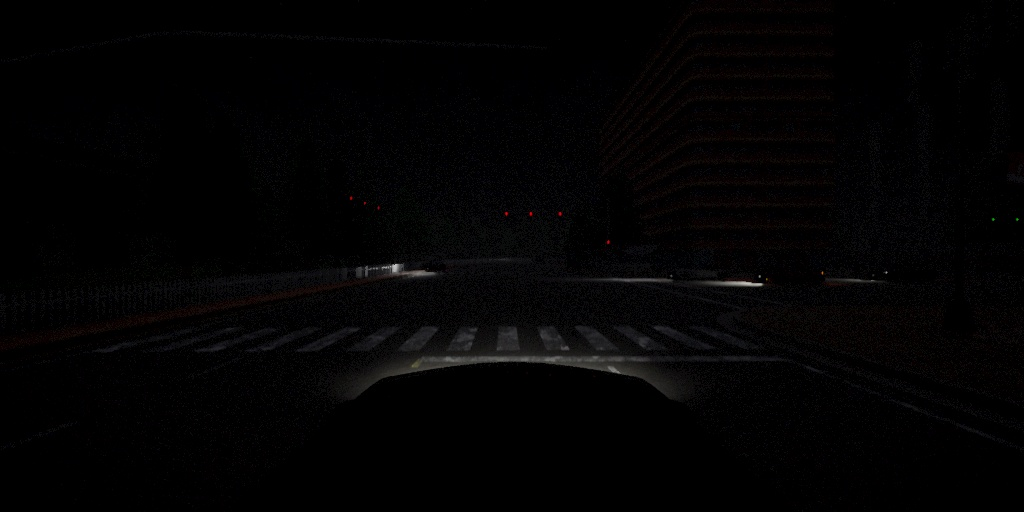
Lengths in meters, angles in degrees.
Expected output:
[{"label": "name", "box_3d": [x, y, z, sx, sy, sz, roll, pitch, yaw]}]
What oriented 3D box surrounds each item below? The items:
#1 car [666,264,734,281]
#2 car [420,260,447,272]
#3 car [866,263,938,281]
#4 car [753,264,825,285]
[{"label": "car", "box_3d": [15.257, 1.312, 29.252, 4.718, 1.301, 1.895, 0, 0, 2]}, {"label": "car", "box_3d": [-9.295, 1.130, 42.690, 1.895, 1.301, 4.718, 5, 1, 5]}, {"label": "car", "box_3d": [31.638, 1.284, 29.087, 4.674, 1.442, 1.812, 0, 0, 0]}, {"label": "car", "box_3d": [19.747, 1.288, 25.682, 4.181, 1.385, 1.994, 0, 0, 1]}]
